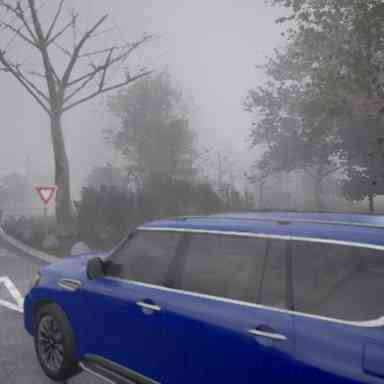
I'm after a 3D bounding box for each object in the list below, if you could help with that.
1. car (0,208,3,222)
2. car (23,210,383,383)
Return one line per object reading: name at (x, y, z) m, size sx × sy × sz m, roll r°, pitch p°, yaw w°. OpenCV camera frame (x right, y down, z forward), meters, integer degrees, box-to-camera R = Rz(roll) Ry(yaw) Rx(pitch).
car at (-18.776, 1.770, 29.786) m, size 2.150 × 2.045 × 5.566 m, roll -1°, pitch -1°, yaw -15°
car at (0.323, 1.229, 3.749) m, size 5.566 × 2.045 × 2.150 m, roll 0°, pitch 0°, yaw 38°
